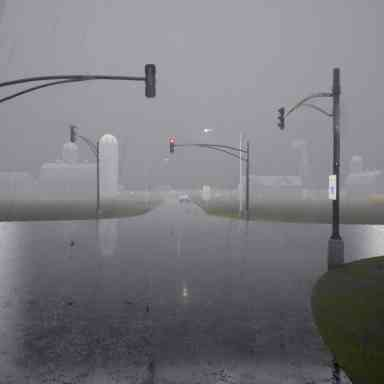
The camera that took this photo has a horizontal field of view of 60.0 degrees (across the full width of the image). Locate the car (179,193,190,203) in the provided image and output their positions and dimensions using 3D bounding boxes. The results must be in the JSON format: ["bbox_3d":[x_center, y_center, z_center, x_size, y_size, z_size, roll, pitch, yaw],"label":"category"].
[{"bbox_3d":[-1.513,1.553,69.886,1.812,1.442,4.674,0,0,-3],"label":"car"}]

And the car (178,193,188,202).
[{"bbox_3d":[-2.097,1.189,79.920,2.150,2.045,5.566,0,0,-4],"label":"car"}]
